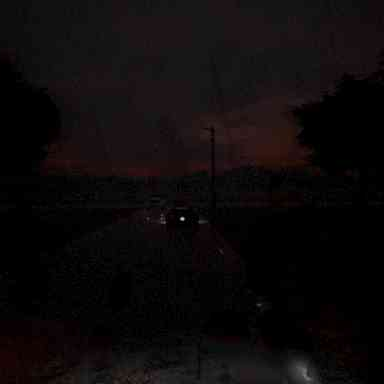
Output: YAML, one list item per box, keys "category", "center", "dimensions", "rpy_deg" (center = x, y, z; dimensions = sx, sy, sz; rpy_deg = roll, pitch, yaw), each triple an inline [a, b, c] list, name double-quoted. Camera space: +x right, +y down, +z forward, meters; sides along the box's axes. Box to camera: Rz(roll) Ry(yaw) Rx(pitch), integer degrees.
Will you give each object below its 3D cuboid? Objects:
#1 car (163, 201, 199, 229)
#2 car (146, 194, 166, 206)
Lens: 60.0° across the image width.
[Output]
- category: "car"
  center: [-0.612, 1.509, 21.105]
  dimensions: [1.994, 1.385, 4.181]
  rpy_deg: [0, 0, -2]
- category: "car"
  center: [-4.408, 1.088, 41.223]
  dimensions: [2.150, 2.045, 5.566]
  rpy_deg: [0, 0, -2]
